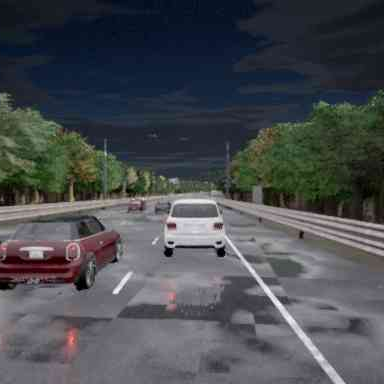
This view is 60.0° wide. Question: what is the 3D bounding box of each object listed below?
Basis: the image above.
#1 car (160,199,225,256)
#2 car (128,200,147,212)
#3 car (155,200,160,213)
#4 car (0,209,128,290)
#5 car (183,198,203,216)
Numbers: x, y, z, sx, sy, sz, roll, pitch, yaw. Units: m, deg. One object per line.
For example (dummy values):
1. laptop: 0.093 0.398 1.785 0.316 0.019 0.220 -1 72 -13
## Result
1. car: 0.100 1.300 13.641 2.150 2.045 5.566 0 0 0
2. car: -6.896 1.759 42.189 1.812 1.442 4.674 0 0 0
3. car: -3.396 1.717 40.541 2.128 1.511 4.902 0 0 0
4. car: -3.413 1.405 9.429 2.097 1.767 4.553 0 0 0
5. car: 0.104 1.552 36.126 2.097 1.767 4.553 0 0 0
